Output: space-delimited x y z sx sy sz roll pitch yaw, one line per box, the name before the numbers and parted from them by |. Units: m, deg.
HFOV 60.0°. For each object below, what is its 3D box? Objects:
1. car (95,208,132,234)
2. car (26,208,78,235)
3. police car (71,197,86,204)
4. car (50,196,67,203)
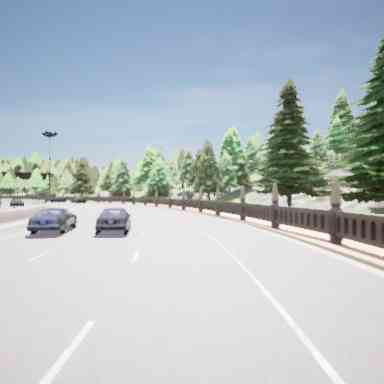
car | -4.694 1.663 20.117 2.033 1.411 5.357 0 0 -9
car | -8.193 1.662 19.895 2.033 1.411 5.357 0 0 -9
police car | -26.512 1.868 77.440 1.930 1.638 5.238 0 0 -41
car | -34.047 1.838 85.214 4.553 1.767 2.097 0 0 43
